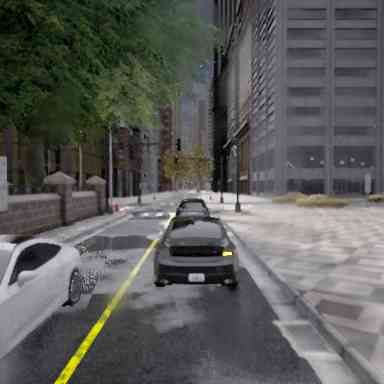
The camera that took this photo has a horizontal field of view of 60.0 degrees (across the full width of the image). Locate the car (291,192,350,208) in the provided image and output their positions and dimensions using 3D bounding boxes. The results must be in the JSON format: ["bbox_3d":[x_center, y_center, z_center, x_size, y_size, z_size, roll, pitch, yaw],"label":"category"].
[{"bbox_3d":[12.322,0.847,31.489,4.829,1.417,1.752,-1,2,0],"label":"car"}]

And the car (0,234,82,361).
[{"bbox_3d":[-3.100,1.447,5.008,1.812,1.442,4.674,0,1,0],"label":"car"}]

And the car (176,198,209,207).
[{"bbox_3d":[0.046,1.134,19.531,2.033,1.649,4.856,0,1,0],"label":"car"}]

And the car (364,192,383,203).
[{"bbox_3d":[23.338,0.516,39.978,4.829,1.417,1.752,-1,2,0],"label":"car"}]

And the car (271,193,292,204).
[{"bbox_3d":[11.997,0.702,40.013,4.829,1.417,1.752,-1,2,0],"label":"car"}]

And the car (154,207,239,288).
[{"bbox_3d":[0.088,1.368,8.833,1.837,1.490,4.892,0,1,0],"label":"car"}]
